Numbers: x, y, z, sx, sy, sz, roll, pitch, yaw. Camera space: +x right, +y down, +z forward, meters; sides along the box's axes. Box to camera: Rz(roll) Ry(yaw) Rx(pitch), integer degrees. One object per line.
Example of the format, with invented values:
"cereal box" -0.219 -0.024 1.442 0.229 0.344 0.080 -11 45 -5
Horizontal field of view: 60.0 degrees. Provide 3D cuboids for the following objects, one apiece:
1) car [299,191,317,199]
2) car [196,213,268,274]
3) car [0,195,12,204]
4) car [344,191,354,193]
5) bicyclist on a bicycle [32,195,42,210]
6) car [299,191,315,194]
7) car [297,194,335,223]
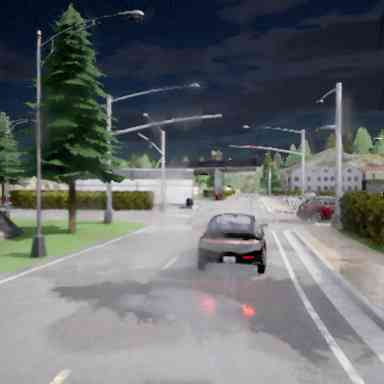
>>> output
"car" 27.780 0.591 79.883 3.866 1.878 1.905 0 0 10
"car" 1.328 1.416 10.454 2.128 1.511 4.902 0 0 10
"car" -29.109 1.090 51.122 1.895 1.301 4.718 0 0 8
"car" 20.485 1.092 43.014 5.027 1.636 2.152 0 0 10
"bicyclist on a bicycle" -16.499 1.115 35.337 0.582 1.620 1.656 0 1 10
"car" 26.581 0.894 76.724 3.806 1.475 1.970 0 0 10
"car" 9.904 1.215 23.473 4.553 1.767 2.097 0 1 -4
